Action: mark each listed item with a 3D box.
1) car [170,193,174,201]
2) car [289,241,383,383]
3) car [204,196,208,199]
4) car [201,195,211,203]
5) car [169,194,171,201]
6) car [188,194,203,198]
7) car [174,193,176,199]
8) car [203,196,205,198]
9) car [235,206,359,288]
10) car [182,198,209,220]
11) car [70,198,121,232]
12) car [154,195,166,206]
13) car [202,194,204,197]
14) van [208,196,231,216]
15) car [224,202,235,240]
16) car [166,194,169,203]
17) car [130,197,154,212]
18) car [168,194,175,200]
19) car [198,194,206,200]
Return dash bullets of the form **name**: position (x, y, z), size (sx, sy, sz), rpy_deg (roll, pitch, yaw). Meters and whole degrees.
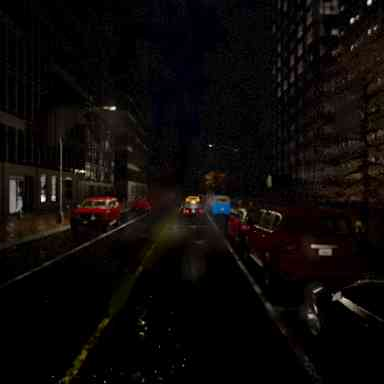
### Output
- **car**: position (-5.673, 1.399, 75.594), size (1.887, 1.381, 4.507), rpy_deg (0, 0, 0)
- **car**: position (2.695, 1.559, 3.582), size (1.947, 1.339, 4.313), rpy_deg (0, 0, 0)
- **car**: position (2.701, 1.370, 36.818), size (1.967, 1.590, 4.097), rpy_deg (0, 0, 0)
- **car**: position (2.706, 1.401, 64.683), size (1.752, 1.417, 4.829), rpy_deg (0, 0, 0)
- **car**: position (-5.675, 1.427, 64.515), size (2.008, 1.369, 4.403), rpy_deg (0, 0, 0)
- **car**: position (0.109, 1.393, 44.114), size (1.882, 1.535, 5.008), rpy_deg (0, 0, 0)
- **car**: position (-5.671, 1.283, 81.133), size (1.967, 1.590, 4.097), rpy_deg (0, 0, 0)
- **car**: position (2.702, 1.444, 42.527), size (1.752, 1.417, 4.829), rpy_deg (0, 0, 0)
- **car**: position (2.697, 1.298, 9.121), size (2.192, 1.841, 5.009), rpy_deg (0, 0, 0)
- **car**: position (0.105, 1.494, 27.749), size (2.033, 1.411, 5.357), rpy_deg (0, 0, 0)
- **car**: position (-5.682, 1.277, 20.201), size (2.192, 1.841, 5.009), rpy_deg (0, 0, 0)
- **car**: position (-5.677, 1.442, 53.437), size (1.887, 1.381, 4.507), rpy_deg (0, 0, 0)
- **car**: position (2.705, 1.327, 58.975), size (1.967, 1.590, 4.097), rpy_deg (0, 0, 0)
- **van**: position (2.701, 1.281, 31.278), size (1.690, 1.788, 3.998), rpy_deg (0, 0, 0)
- **car**: position (2.697, 1.412, 14.661), size (1.967, 1.590, 4.097), rpy_deg (0, 0, 0)
- **car**: position (-5.675, 1.327, 58.976), size (1.967, 1.590, 4.097), rpy_deg (0, 0, 0)
- **car**: position (-5.680, 1.475, 36.819), size (1.887, 1.381, 4.507), rpy_deg (0, 0, 0)
- **car**: position (-5.670, 1.347, 92.041), size (1.752, 1.417, 4.829), rpy_deg (0, 0, 0)
- **car**: position (2.710, 1.366, 92.210), size (1.887, 1.381, 4.507), rpy_deg (0, 0, 0)
